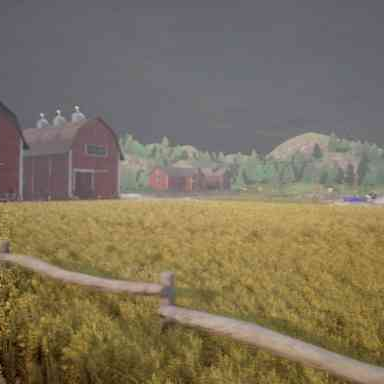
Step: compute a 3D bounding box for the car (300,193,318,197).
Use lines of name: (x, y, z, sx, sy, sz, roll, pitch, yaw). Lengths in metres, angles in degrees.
car: (31.673, 1.028, 90.081, 4.605, 1.855, 1.932, 1, 1, 35)

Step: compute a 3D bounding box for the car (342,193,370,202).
car: (34.640, 1.385, 71.023, 4.611, 1.667, 2.242, 1, 1, 35)
